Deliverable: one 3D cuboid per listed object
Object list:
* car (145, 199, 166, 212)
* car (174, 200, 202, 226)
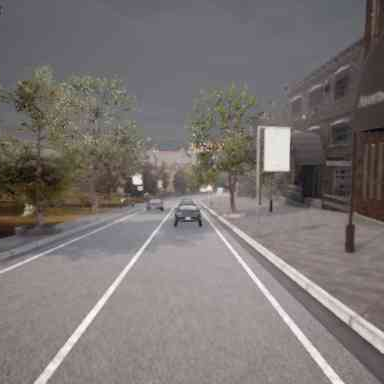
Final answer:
[{"bbox_3d":[-4.242,1.515,38.920,1.812,1.442,4.674,0,0,-1],"label":"car"},{"bbox_3d":[-0.289,1.510,23.419,1.812,1.442,4.674,0,0,-1],"label":"car"}]
